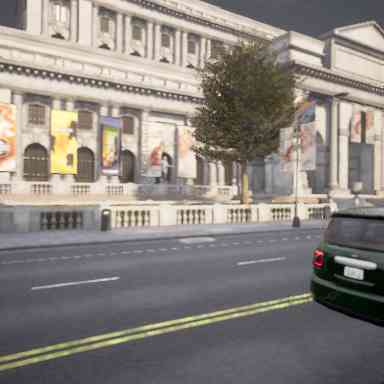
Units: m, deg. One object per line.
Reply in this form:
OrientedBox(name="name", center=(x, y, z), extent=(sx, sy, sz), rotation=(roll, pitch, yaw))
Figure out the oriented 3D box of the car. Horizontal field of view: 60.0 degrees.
OrientedBox(name="car", center=(4.702, 1.296, 6.299), extent=(5.566, 2.045, 2.150), rotation=(0, 0, -31))
